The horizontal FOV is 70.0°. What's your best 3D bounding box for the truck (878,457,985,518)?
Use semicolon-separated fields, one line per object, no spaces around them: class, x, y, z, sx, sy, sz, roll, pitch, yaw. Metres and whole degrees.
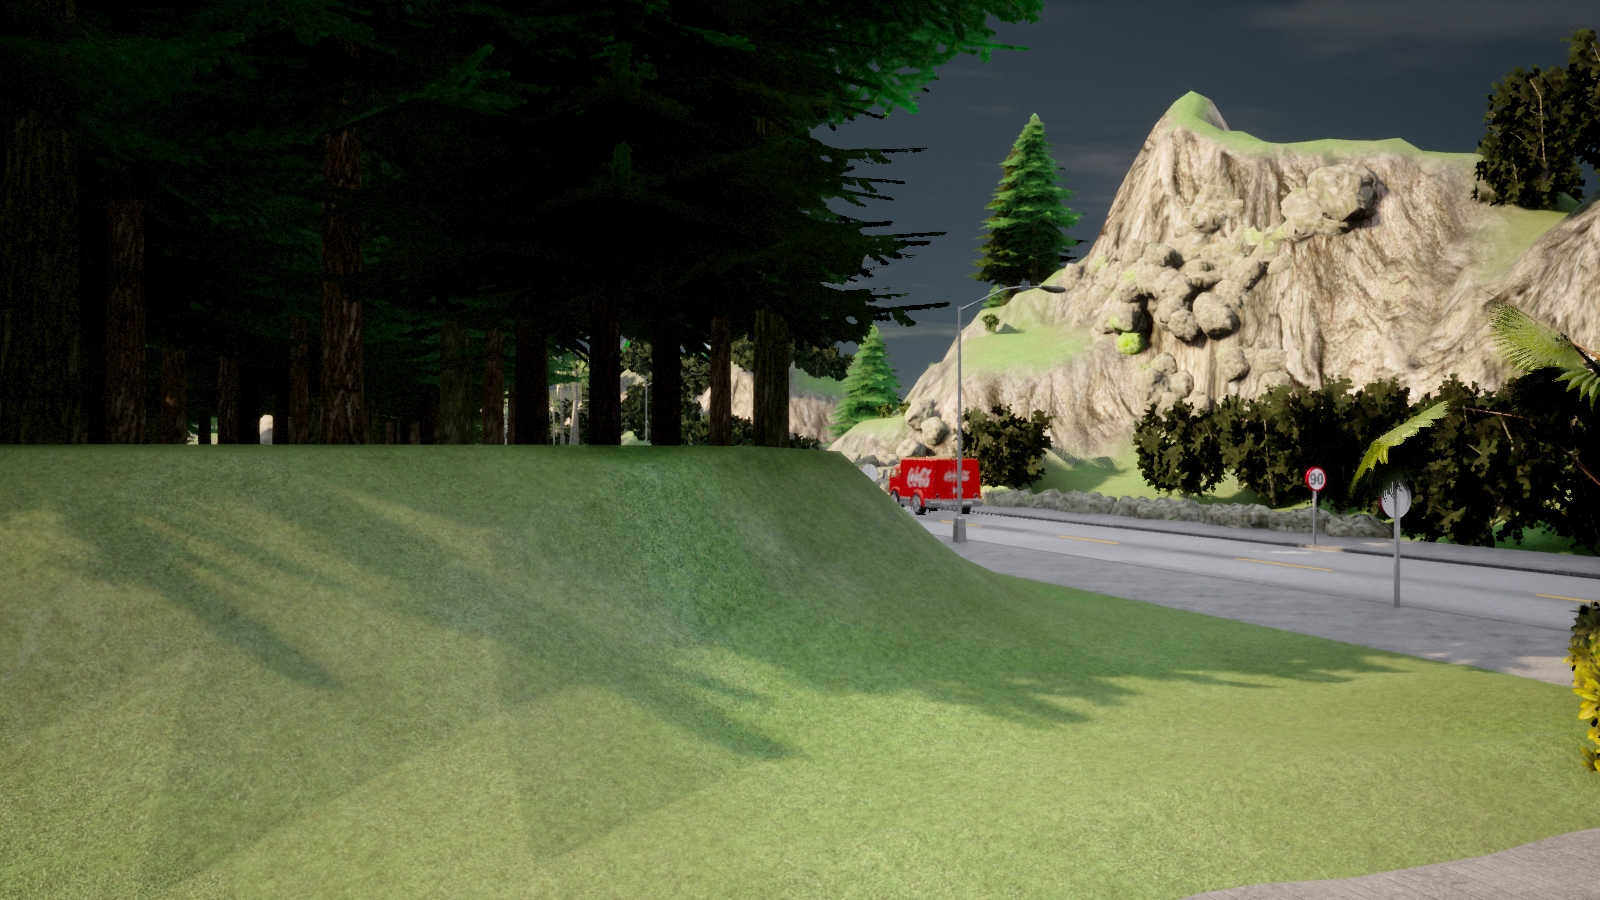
truck;5.711;1.570;50.370;2.627;2.467;5.204;0;0;-20
